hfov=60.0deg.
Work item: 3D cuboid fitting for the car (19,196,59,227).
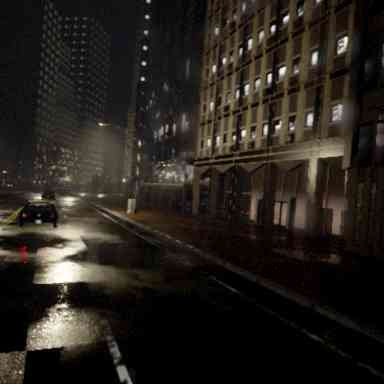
[{"bbox_3d":[-8.622,1.175,18.968,1.895,1.301,4.718,4,0,-23],"label":"car"}]

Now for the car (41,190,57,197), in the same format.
[{"bbox_3d":[-20.587,0.482,47.847,1.882,1.535,5.008,4,0,-22],"label":"car"}]
